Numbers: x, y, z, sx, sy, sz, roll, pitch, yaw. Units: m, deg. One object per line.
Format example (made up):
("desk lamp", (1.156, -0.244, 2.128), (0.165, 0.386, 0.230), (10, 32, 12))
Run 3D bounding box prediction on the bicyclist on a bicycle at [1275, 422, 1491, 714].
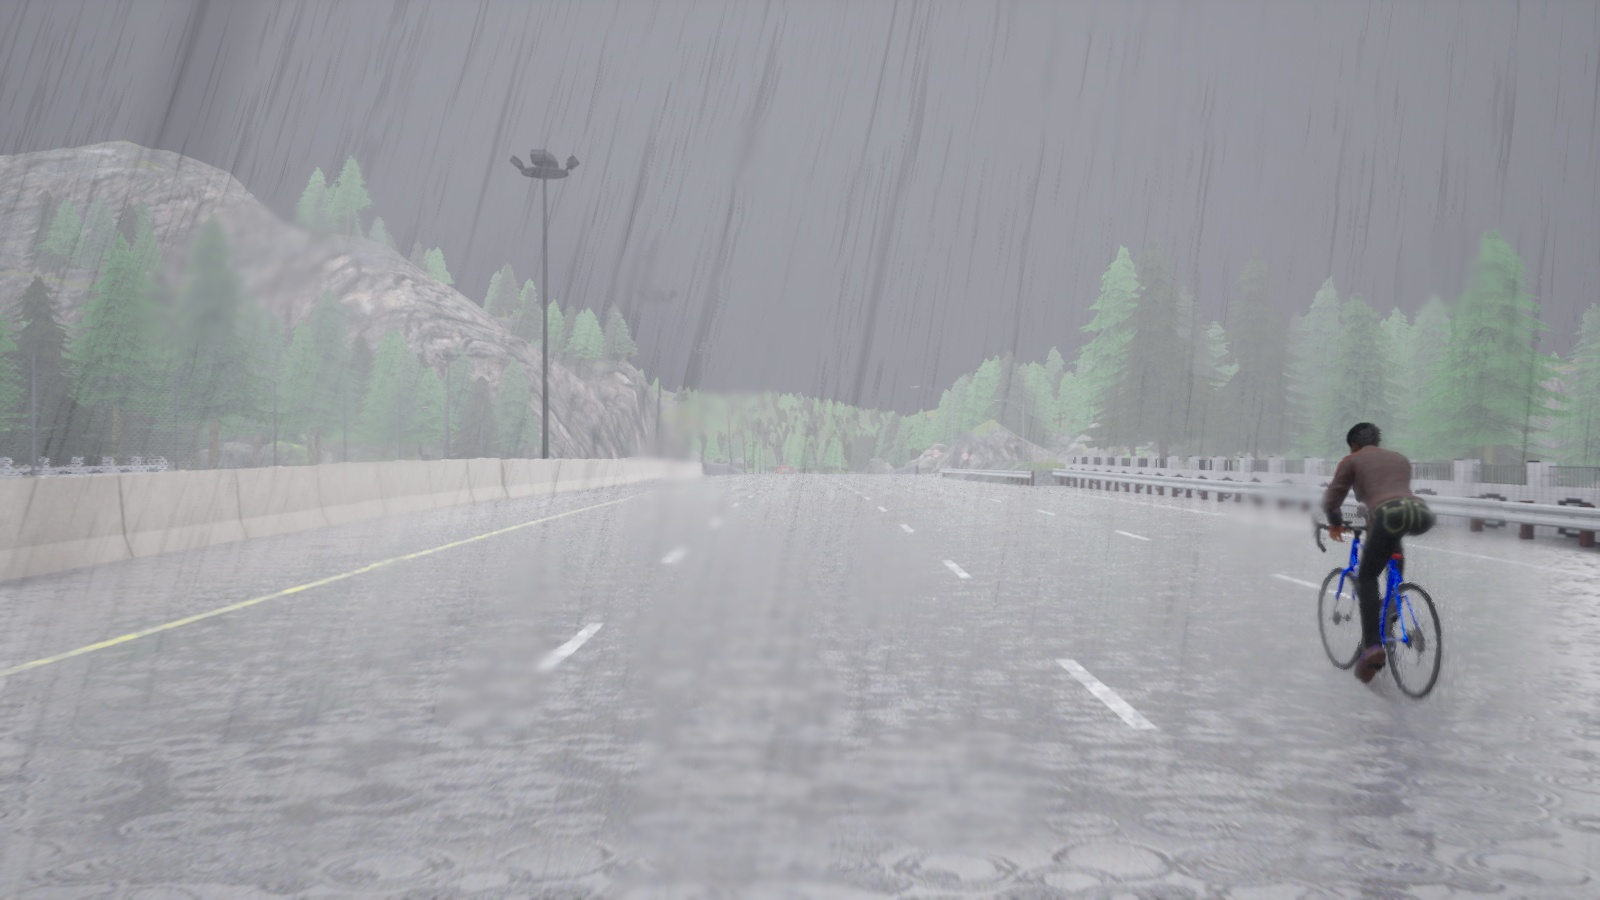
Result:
("bicyclist on a bicycle", (3.560, 0.659, 7.820), (0.582, 1.620, 1.656), (0, 0, 0))
